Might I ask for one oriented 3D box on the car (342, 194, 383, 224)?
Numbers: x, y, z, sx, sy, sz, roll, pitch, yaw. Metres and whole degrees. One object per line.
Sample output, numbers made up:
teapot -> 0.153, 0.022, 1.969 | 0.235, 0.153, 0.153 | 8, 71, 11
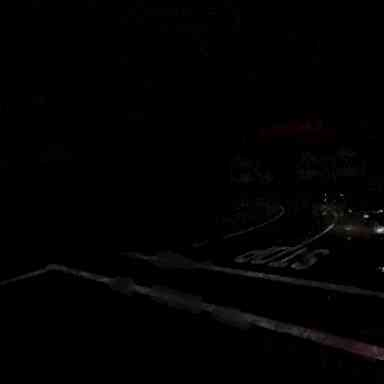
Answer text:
car -> 9.539, 0.858, 18.545 | 1.812, 1.442, 4.674 | -1, 1, 24

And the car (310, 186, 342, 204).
car -> 13.415, 0.231, 33.265 | 2.097, 1.767, 4.553 | -2, 1, 3
